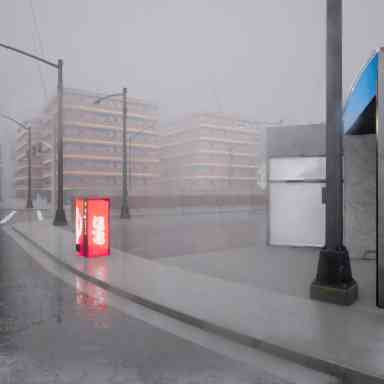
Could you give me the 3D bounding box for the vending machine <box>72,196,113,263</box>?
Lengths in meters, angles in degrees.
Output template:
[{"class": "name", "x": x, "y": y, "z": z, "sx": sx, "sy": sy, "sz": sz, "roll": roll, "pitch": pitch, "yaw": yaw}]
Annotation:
[{"class": "vending machine", "x": -3.349, "y": 1.195, "z": 11.238, "sx": 1.100, "sy": 2.100, "sz": 0.880, "roll": 0, "pitch": 0, "yaw": -36}]
